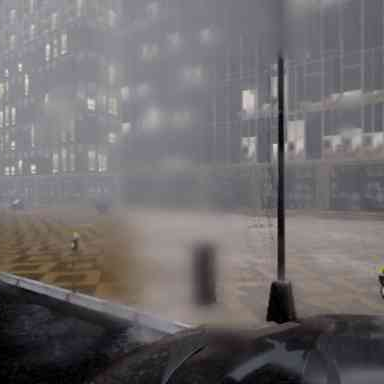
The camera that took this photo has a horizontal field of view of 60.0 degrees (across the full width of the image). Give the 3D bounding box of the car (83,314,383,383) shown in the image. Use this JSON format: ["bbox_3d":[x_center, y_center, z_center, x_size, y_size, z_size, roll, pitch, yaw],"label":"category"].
[{"bbox_3d":[1.056,1.566,2.119,4.313,1.339,1.947,0,0,35],"label":"car"}]
